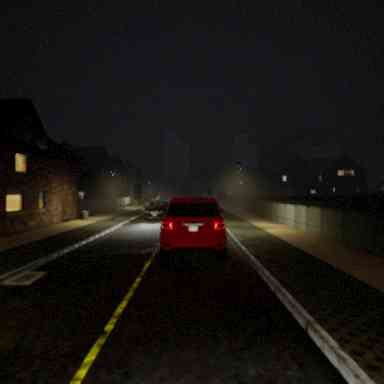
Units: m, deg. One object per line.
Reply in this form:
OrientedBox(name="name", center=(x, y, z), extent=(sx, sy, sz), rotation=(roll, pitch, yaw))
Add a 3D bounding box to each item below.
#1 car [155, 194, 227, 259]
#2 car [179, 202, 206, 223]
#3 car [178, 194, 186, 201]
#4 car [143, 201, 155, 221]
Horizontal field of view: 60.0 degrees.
OrientedBox(name="car", center=(0.064, 1.220, 12.673), extent=(2.150, 2.045, 5.566), rotation=(0, -1, 0))
OrientedBox(name="car", center=(0.060, 1.572, 26.653), extent=(1.994, 1.385, 4.181), rotation=(0, 0, 1))
OrientedBox(name="car", center=(-2.737, 1.399, 90.775), extent=(2.097, 1.767, 4.553), rotation=(0, 0, 0))
OrientedBox(name="car", center=(-2.816, 1.502, 27.506), extent=(2.128, 1.511, 4.902), rotation=(0, 0, 0))
